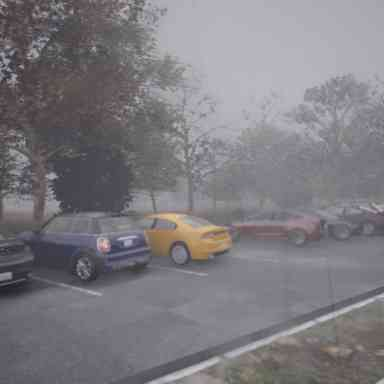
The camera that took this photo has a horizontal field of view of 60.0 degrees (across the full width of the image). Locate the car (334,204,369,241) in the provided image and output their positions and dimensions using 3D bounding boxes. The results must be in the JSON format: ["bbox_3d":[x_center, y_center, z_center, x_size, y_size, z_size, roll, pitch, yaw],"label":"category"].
[{"bbox_3d":[6.114,1.537,17.001,4.792,1.488,2.163,-1,-1,33],"label":"car"}]

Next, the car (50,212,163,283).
[{"bbox_3d":[-3.424,1.382,9.949,4.553,1.767,2.185,-1,-1,34],"label":"car"}]

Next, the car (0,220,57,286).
[{"bbox_3d":[-5.852,1.509,8.226,4.892,1.521,2.231,-1,0,34],"label":"car"}]

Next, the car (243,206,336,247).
[{"bbox_3d":[3.687,1.538,15.248,4.792,1.488,2.163,-1,-1,33],"label":"car"}]

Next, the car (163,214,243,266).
[{"bbox_3d":[-1.044,1.508,11.703,5.008,1.535,2.097,-1,-1,34],"label":"car"}]

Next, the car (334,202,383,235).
[{"bbox_3d":[8.443,1.508,18.804,5.008,1.535,2.097,-1,-1,33],"label":"car"}]
